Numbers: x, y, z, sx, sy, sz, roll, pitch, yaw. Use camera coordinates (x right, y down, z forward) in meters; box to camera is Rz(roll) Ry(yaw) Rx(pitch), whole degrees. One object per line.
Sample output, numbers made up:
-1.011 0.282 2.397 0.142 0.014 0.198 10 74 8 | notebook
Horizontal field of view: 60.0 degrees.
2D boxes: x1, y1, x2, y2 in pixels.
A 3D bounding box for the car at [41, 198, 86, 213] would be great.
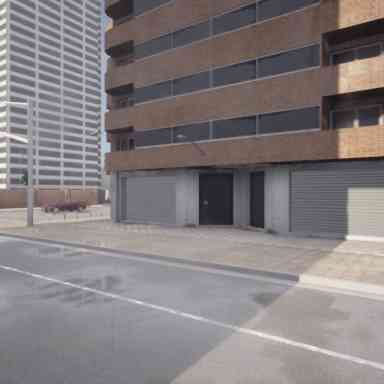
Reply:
-14.137 1.478 36.903 1.882 1.535 5.008 0 0 35 | car
